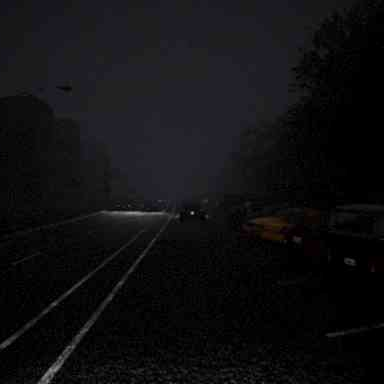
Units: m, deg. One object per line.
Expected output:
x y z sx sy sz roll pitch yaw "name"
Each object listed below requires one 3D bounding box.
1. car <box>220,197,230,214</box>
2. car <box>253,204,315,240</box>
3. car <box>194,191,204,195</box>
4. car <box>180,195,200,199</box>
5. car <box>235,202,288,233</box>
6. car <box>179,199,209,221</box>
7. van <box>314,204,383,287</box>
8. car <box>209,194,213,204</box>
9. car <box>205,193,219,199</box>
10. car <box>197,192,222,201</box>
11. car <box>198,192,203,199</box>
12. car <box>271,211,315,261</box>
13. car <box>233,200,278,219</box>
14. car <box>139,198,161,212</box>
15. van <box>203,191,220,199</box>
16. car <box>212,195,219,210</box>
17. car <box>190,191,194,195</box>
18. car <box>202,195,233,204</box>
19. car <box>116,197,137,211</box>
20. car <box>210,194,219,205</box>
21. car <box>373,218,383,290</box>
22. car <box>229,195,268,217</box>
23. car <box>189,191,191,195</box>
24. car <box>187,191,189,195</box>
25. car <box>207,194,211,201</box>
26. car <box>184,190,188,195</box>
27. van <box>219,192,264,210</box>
5.202 1.434 28.576 4.674 1.452 2.002 1 1 -21 "car"
5.483 1.461 13.784 5.366 1.575 1.946 1 0 -20 "car"
3.961 0.893 61.202 5.566 2.045 2.435 1 0 -24 "car"
-0.411 1.409 42.569 1.895 1.301 4.718 0 0 -2 "car"
5.134 1.447 16.625 5.366 1.575 1.946 1 1 -20 "car"
0.009 1.487 26.188 1.994 1.385 4.181 0 0 -1 "car"
5.411 1.252 7.839 4.442 1.987 1.878 1 0 -20 "van"
4.897 1.351 40.457 4.674 1.452 2.002 1 0 -22 "car"
4.684 1.301 46.356 4.674 1.452 2.002 1 0 -23 "car"
3.517 0.978 67.108 4.553 1.767 2.185 1 0 -24 "car"
4.250 1.206 52.216 5.366 1.575 1.946 1 1 -23 "car"
5.331 1.500 10.769 4.792 1.488 2.163 1 0 -20 "car"
5.305 1.441 19.662 4.892 1.521 2.231 1 1 -20 "car"
-4.559 1.382 36.703 1.812 1.442 4.674 0 0 -2 "car"
4.456 1.009 49.272 4.442 1.987 1.878 1 1 -23 "van"
5.071 1.355 34.519 5.008 1.535 2.097 1 0 -22 "car"
2.851 1.080 75.993 4.792 1.488 2.163 1 1 -25 "car"
4.271 1.228 55.256 4.674 1.452 2.002 1 1 -23 "car"
-7.398 1.354 38.029 1.837 1.490 4.892 0 0 -2 "car"
5.172 1.333 37.557 5.366 1.575 1.946 1 0 -22 "car"
5.331 1.356 4.841 4.553 1.767 2.185 1 0 -20 "car"
5.249 1.300 22.625 4.553 1.767 2.185 1 0 -21 "car"
2.627 1.034 78.968 5.008 1.535 2.097 1 0 -25 "car"
2.114 1.005 84.883 5.008 1.535 2.097 1 0 -26 "car"
4.779 1.326 43.403 4.674 1.452 2.002 0 1 -22 "car"
1.235 0.968 93.752 5.008 1.535 2.097 1 0 -26 "car"
5.255 1.151 31.594 4.442 1.987 1.878 1 0 -21 "van"
